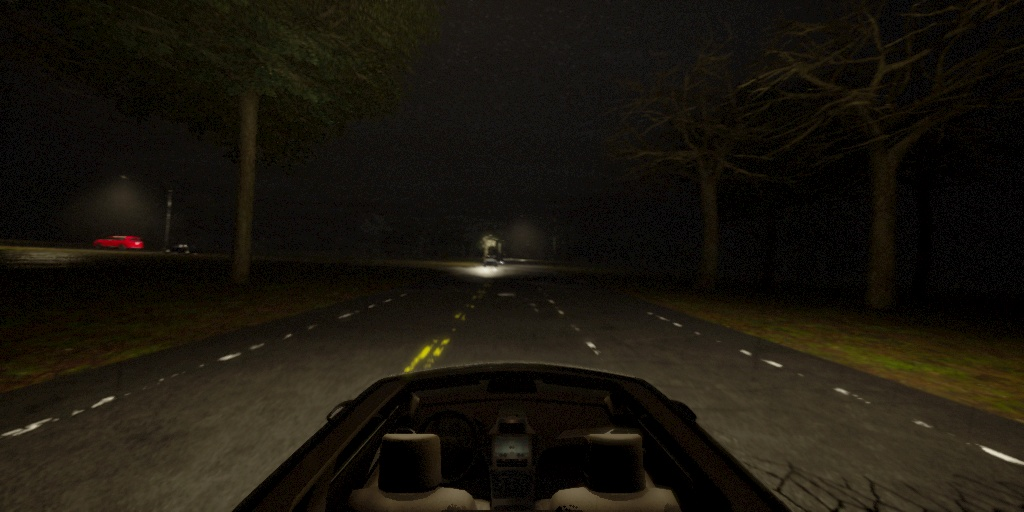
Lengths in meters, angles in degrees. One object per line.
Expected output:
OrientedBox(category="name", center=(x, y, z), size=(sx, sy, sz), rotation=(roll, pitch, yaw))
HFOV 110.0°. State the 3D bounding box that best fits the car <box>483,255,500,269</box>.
OrientedBox(category="car", center=(-3.521, 0.956, 59.400), size=(2.150, 2.045, 5.566), rotation=(2, 0, 0))
